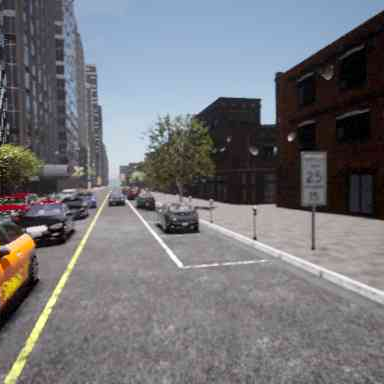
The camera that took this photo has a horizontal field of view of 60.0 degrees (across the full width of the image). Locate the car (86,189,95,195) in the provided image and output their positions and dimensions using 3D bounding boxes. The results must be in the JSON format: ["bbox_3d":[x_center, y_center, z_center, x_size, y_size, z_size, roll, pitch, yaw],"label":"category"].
[{"bbox_3d":[-24.280,-0.040,79.559,1.752,1.417,4.829,-2,2,-13],"label":"car"}]

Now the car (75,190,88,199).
[{"bbox_3d":[-19.207,0.429,58.014,1.752,1.417,4.829,-2,2,-13],"label":"car"}]

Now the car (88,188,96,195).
[{"bbox_3d":[-25.548,-0.157,84.945,1.752,1.417,4.829,-2,2,-13],"label":"car"}]

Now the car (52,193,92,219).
[{"bbox_3d":[-8.519,1.089,23.988,1.837,1.490,4.892,-2,2,-13],"label":"car"}]

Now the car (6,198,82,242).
[{"bbox_3d":[-6.355,1.275,14.768,2.128,1.511,4.902,-2,2,-13],"label":"car"}]

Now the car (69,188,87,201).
[{"bbox_3d":[-17.985,0.332,52.787,2.192,1.841,5.009,-2,2,-13],"label":"car"}]

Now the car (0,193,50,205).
[{"bbox_3d":[-10.309,1.052,19.738,2.192,1.841,5.009,-2,2,-13],"label":"car"}]

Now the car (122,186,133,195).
[{"bbox_3d":[-14.901,-0.367,76.237,2.192,1.841,5.009,-3,2,-13],"label":"car"}]

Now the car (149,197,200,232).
[{"bbox_3d":[-0.816,1.153,17.027,2.008,1.369,4.403,-3,2,-13],"label":"car"}]

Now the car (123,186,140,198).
[{"bbox_3d":[-8.560,0.219,49.306,2.192,1.841,5.009,-3,2,-13],"label":"car"}]

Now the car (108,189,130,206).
[{"bbox_3d":[-8.450,0.768,37.439,2.033,1.411,5.357,-2,2,-13],"label":"car"}]

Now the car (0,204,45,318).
[{"bbox_3d":[-4.242,1.330,5.834,2.097,1.767,4.553,-2,2,-14],"label":"car"}]

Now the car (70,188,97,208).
[{"bbox_3d":[-10.829,0.720,33.924,2.097,1.767,4.553,-2,2,-14],"label":"car"}]

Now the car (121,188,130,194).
[{"bbox_3d":[-17.428,-0.351,87.015,1.947,1.339,4.313,-3,2,-13],"label":"car"}]

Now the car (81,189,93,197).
[{"bbox_3d":[-21.782,0.210,68.953,1.887,1.381,4.507,-2,2,-13],"label":"car"}]

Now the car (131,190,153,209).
[{"bbox_3d":[-4.567,0.821,32.442,2.008,1.369,4.403,-3,2,-13],"label":"car"}]

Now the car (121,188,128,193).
[{"bbox_3d":[-18.695,-0.452,92.402,1.802,1.307,4.206,-3,2,-13],"label":"car"}]

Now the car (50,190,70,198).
[{"bbox_3d":[-12.753,0.941,30.535,1.967,1.590,4.097,-2,2,-13],"label":"car"}]

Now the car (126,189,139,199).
[{"bbox_3d":[-9.859,0.308,54.864,1.752,1.417,4.829,-3,2,-13],"label":"car"}]
